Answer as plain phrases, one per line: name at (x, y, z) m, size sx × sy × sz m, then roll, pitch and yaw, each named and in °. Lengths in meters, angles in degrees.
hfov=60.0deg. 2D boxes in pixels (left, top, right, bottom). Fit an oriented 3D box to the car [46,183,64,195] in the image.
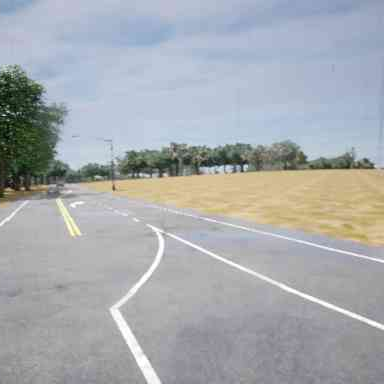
car at (-23.500, -0.232, 56.369) m, size 2.128 × 1.511 × 4.902 m, roll -2°, pitch 3°, yaw -16°
